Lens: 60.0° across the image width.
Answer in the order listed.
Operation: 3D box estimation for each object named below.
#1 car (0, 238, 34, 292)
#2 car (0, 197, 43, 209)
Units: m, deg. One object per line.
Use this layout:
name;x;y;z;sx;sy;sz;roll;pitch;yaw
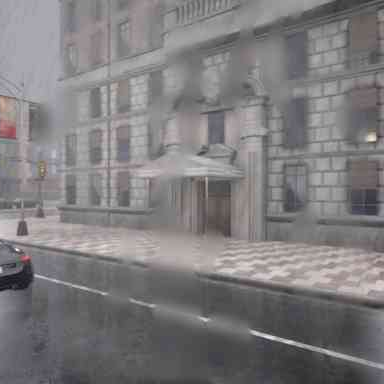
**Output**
car;-5.605;1.564;7.842;4.181;1.385;1.994;0;0;35
car;-22.128;1.478;43.622;1.882;1.535;5.008;0;0;35
